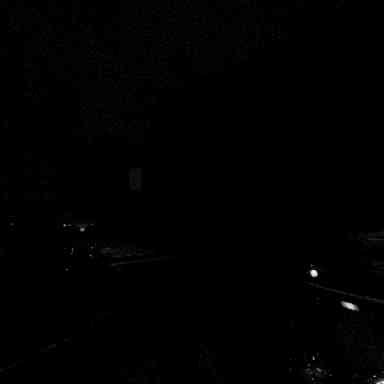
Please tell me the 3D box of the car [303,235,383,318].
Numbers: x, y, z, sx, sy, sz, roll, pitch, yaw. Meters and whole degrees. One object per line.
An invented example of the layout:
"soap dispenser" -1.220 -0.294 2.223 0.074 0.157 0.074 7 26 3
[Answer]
"car" 4.441 1.609 6.905 4.718 1.301 1.895 0 0 -36

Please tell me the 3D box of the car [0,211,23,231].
"car" -20.073 3.095 36.295 2.150 2.045 5.566 1 -4 -36

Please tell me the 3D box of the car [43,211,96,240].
"car" -6.913 1.802 18.543 2.128 1.511 4.902 1 -5 -37
